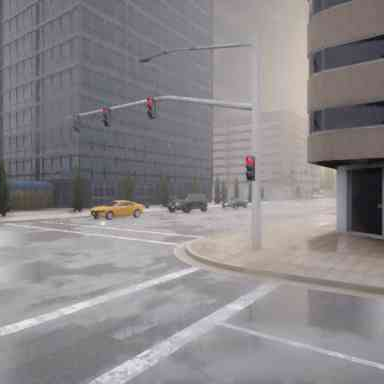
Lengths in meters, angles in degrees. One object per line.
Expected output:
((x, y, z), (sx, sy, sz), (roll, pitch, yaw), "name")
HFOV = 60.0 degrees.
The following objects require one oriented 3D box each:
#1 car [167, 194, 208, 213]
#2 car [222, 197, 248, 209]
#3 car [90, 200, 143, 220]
((-0.379, 1.223, 36.857), (2.150, 2.045, 5.566), (0, 0, 36), "car")
((5.893, 1.491, 45.485), (2.128, 1.511, 4.902), (0, 0, 36), "car")
((-6.374, 1.478, 28.601), (1.882, 1.535, 5.008), (0, 0, 36), "car")
